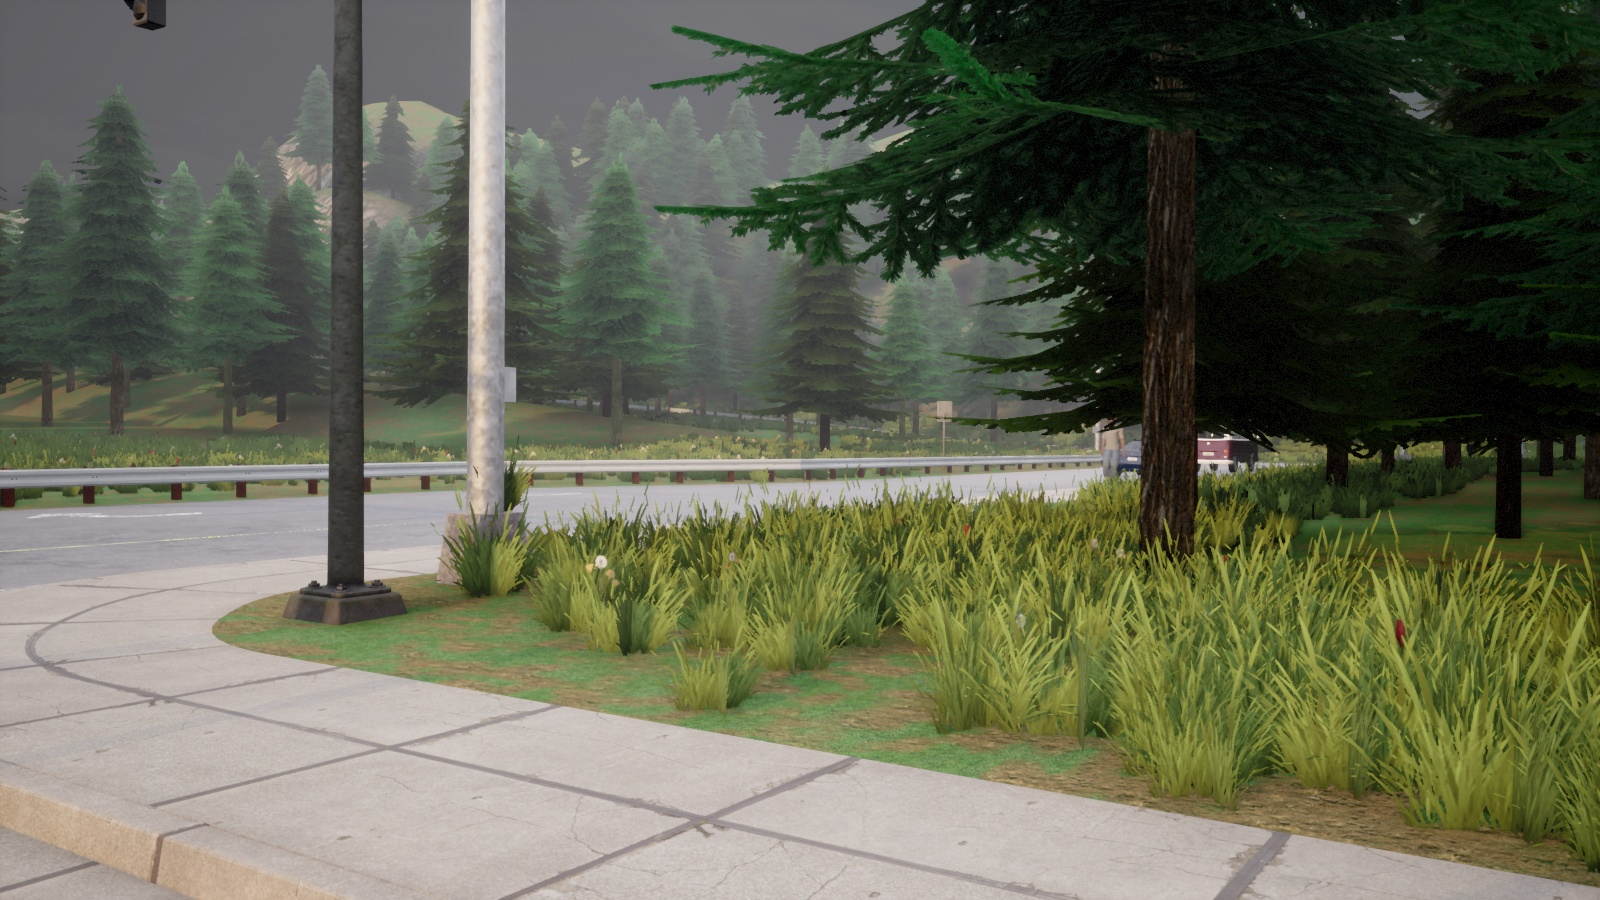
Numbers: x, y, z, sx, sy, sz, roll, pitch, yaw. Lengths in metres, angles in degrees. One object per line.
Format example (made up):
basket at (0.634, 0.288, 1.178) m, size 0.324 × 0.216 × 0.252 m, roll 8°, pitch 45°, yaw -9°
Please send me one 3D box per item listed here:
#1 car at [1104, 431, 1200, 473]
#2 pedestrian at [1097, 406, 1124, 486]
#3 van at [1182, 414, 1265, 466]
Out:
car at (12.544, 0.046, 44.617) m, size 1.994 × 1.385 × 4.181 m, roll 0°, pitch 1°, yaw 35°
pedestrian at (7.194, -0.096, 29.091) m, size 0.354 × 1.836 × 0.706 m, roll 0°, pitch 1°, yaw 36°
van at (17.456, -0.436, 51.694) m, size 2.069 × 2.038 × 4.480 m, roll 0°, pitch 1°, yaw 35°
